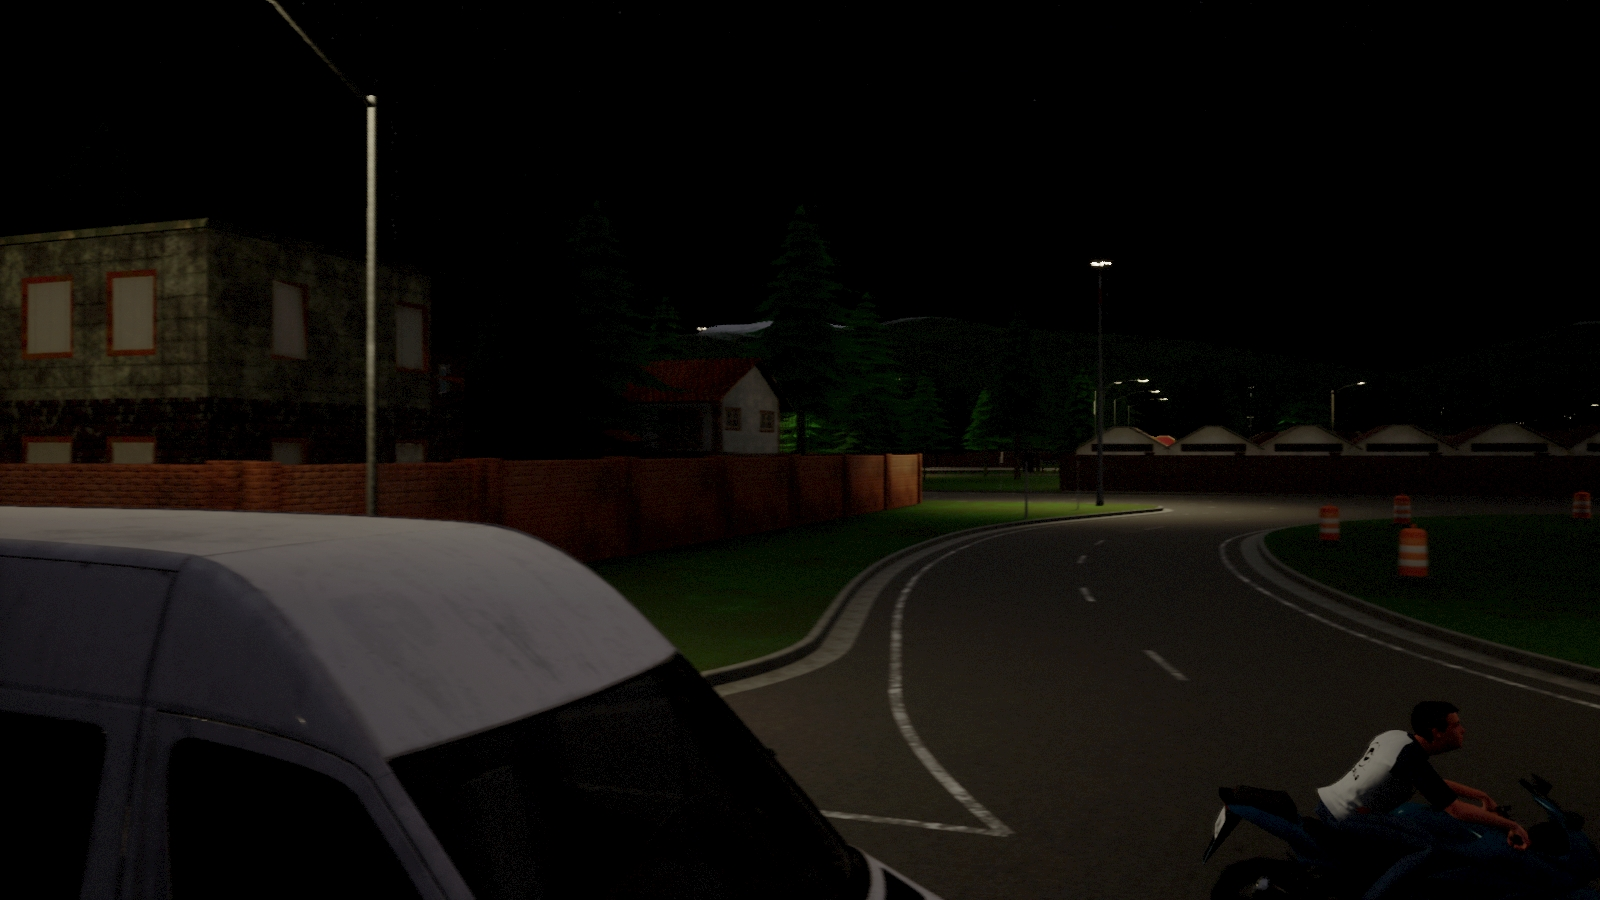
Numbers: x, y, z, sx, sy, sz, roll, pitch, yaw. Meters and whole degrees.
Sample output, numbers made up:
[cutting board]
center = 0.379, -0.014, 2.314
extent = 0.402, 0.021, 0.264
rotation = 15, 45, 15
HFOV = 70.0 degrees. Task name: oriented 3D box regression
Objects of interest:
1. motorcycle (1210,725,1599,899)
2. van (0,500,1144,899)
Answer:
[motorcycle]
center = 3.186, 2.186, 5.863
extent = 2.033, 1.199, 0.803
rotation = 0, 0, 20
[van]
center = -1.937, 1.535, 4.007
extent = 5.915, 2.561, 1.988
rotation = 0, 0, 20
